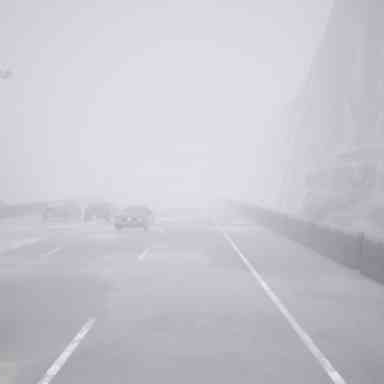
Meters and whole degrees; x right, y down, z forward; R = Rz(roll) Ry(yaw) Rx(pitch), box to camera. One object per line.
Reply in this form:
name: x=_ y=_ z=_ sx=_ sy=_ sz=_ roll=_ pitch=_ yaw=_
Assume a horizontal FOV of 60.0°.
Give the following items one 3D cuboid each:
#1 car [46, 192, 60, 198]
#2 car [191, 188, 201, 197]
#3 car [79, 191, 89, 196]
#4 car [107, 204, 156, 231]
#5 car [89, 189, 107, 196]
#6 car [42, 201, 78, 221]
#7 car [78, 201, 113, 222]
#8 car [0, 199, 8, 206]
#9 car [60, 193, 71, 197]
car: x=-31.499 y=0.602 z=75.724 sx=1.994 sy=1.385 sz=4.181 roll=0 pitch=1 yaw=0
car: x=1.226 y=0.395 z=84.419 sx=1.882 sy=1.535 sz=5.008 roll=0 pitch=2 yaw=0
car: x=-24.499 y=0.521 z=76.554 sx=1.837 sy=1.490 sz=4.892 roll=0 pitch=1 yaw=0
car: x=-3.399 y=1.523 z=20.452 sx=2.033 sy=1.411 sz=5.357 roll=0 pitch=0 yaw=0
car: x=-20.999 y=0.277 z=75.686 sx=2.150 sy=2.045 sz=5.566 roll=0 pitch=1 yaw=0
car: x=-10.399 y=1.463 z=26.759 sx=1.812 sy=1.442 sz=4.674 roll=0 pitch=0 yaw=0
car: x=-6.900 y=1.450 z=25.799 sx=1.837 sy=1.490 sz=4.892 roll=0 pitch=0 yaw=0
car: x=-21.089 y=1.393 z=34.737 sx=1.812 sy=1.442 sz=4.674 roll=0 pitch=1 yaw=0
car: x=-27.999 y=0.573 z=76.556 sx=1.994 sy=1.385 sz=4.181 roll=0 pitch=1 yaw=0
